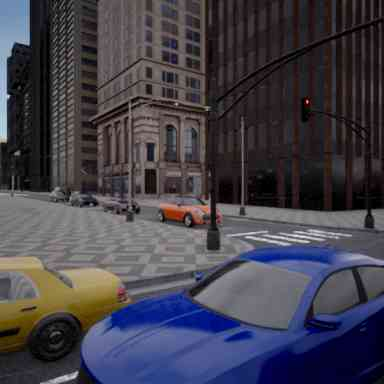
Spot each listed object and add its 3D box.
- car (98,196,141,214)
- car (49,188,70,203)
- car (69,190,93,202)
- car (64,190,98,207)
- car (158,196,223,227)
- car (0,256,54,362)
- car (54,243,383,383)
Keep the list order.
[{"bbox_3d":[-6.015,1.064,28.233,1.994,1.385,4.181,0,1,-35],"label":"car"},{"bbox_3d":[-17.791,0.623,44.738,1.837,1.490,4.892,0,1,-35],"label":"car"},{"bbox_3d":[-15.960,0.571,47.512,1.882,1.535,5.008,0,1,-36],"label":"car"},{"bbox_3d":[-11.926,0.854,36.488,2.033,1.411,5.357,0,1,-36],"label":"car"},{"bbox_3d":[-0.200,1.046,20.116,2.097,1.767,4.553,0,1,-36],"label":"car"},{"bbox_3d":[-3.233,1.526,4.343,4.829,1.417,1.752,0,0,-36],"label":"car"},{"bbox_3d":[1.192,1.478,4.106,5.008,1.535,1.882,0,0,-36],"label":"car"}]
